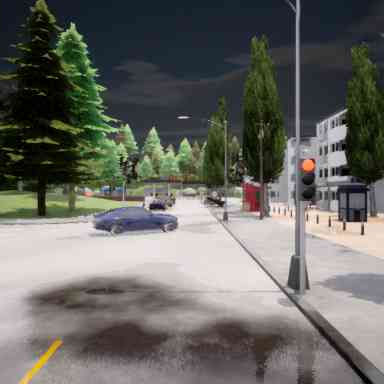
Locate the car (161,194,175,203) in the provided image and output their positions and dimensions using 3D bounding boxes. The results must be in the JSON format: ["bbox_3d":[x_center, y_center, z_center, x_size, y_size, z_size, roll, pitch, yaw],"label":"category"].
[{"bbox_3d":[-4.064,1.352,50.357,2.097,1.767,4.553,0,0,0],"label":"car"}]

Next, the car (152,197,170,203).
[{"bbox_3d":[-4.082,1.601,40.464,1.895,1.301,4.718,0,0,0],"label":"car"}]

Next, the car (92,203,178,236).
[{"bbox_3d":[-3.062,1.525,18.295,4.674,1.442,1.812,0,1,-24],"label":"car"}]
